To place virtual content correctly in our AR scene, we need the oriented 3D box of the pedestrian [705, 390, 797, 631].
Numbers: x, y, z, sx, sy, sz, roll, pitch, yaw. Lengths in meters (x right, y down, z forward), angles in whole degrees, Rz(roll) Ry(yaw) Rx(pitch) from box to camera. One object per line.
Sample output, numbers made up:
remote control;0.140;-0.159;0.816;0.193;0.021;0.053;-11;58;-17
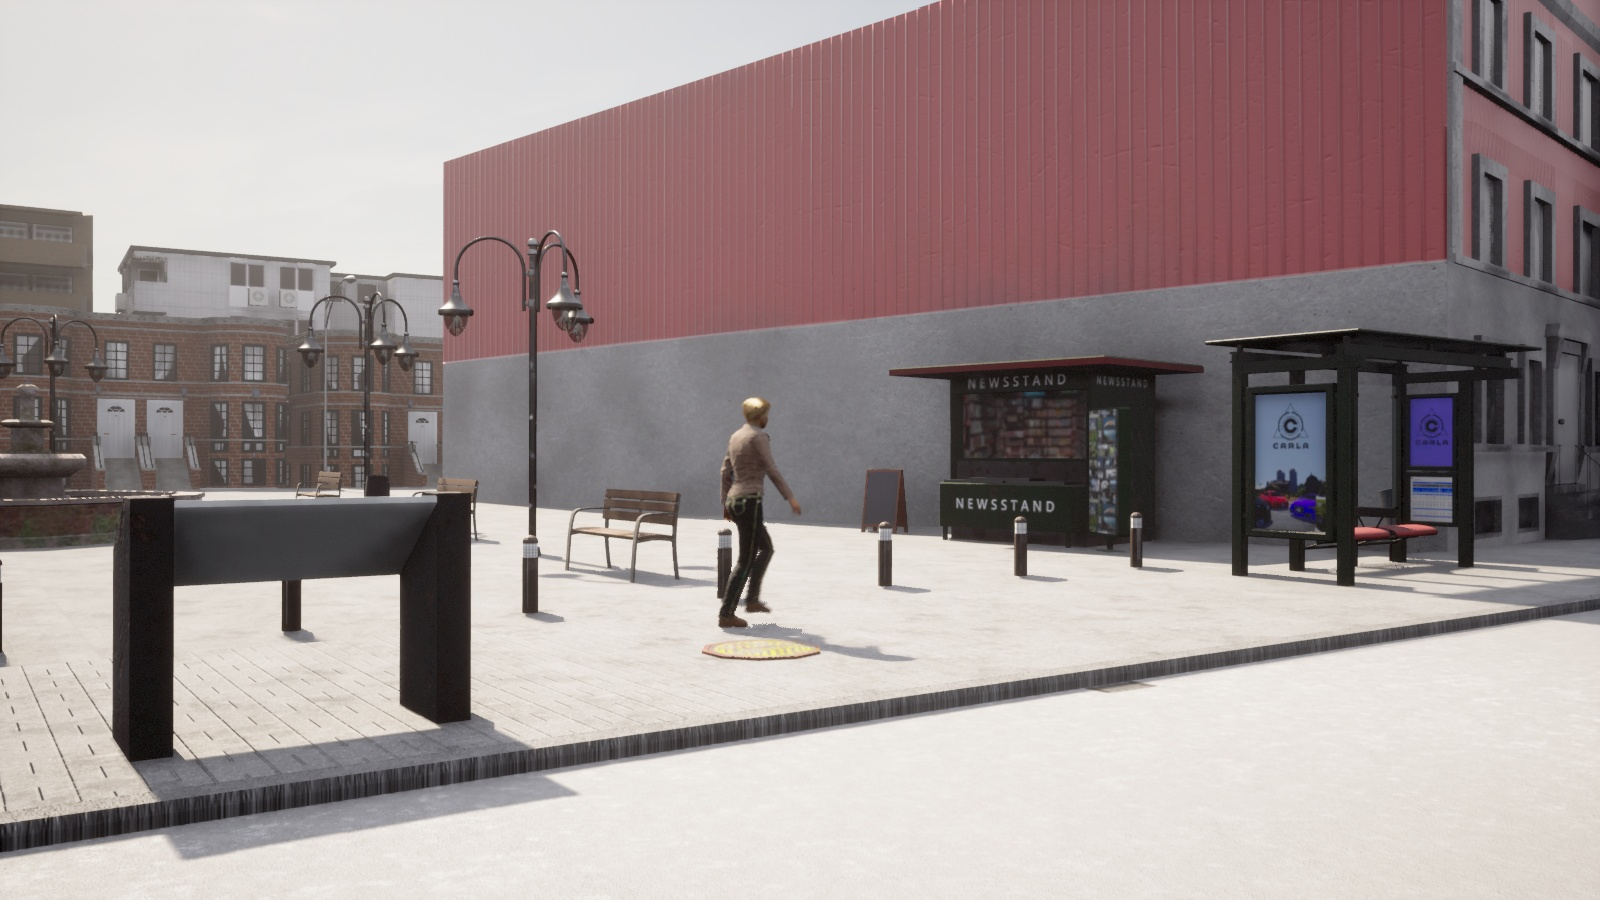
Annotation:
pedestrian;-0.386;0.464;9.910;0.634;1.846;0.331;0;0;-32
